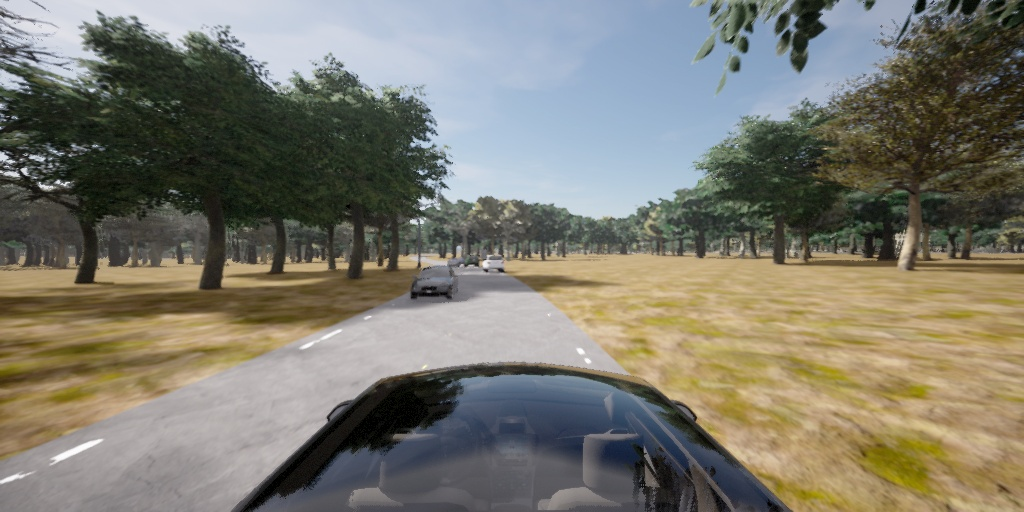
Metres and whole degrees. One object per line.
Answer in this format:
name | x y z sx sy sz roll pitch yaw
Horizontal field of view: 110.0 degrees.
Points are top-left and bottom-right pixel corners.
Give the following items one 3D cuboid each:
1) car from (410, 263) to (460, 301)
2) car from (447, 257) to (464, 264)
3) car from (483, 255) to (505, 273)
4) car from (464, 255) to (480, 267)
car | -3.679 1.253 17.599 1.837 1.490 4.892 0 0 -4
car | -9.338 1.128 57.569 2.128 1.511 4.902 0 0 -12
car | -2.205 0.893 42.344 2.150 2.045 5.566 0 0 -9
car | -6.785 0.820 60.706 2.150 2.045 5.566 0 0 -13
